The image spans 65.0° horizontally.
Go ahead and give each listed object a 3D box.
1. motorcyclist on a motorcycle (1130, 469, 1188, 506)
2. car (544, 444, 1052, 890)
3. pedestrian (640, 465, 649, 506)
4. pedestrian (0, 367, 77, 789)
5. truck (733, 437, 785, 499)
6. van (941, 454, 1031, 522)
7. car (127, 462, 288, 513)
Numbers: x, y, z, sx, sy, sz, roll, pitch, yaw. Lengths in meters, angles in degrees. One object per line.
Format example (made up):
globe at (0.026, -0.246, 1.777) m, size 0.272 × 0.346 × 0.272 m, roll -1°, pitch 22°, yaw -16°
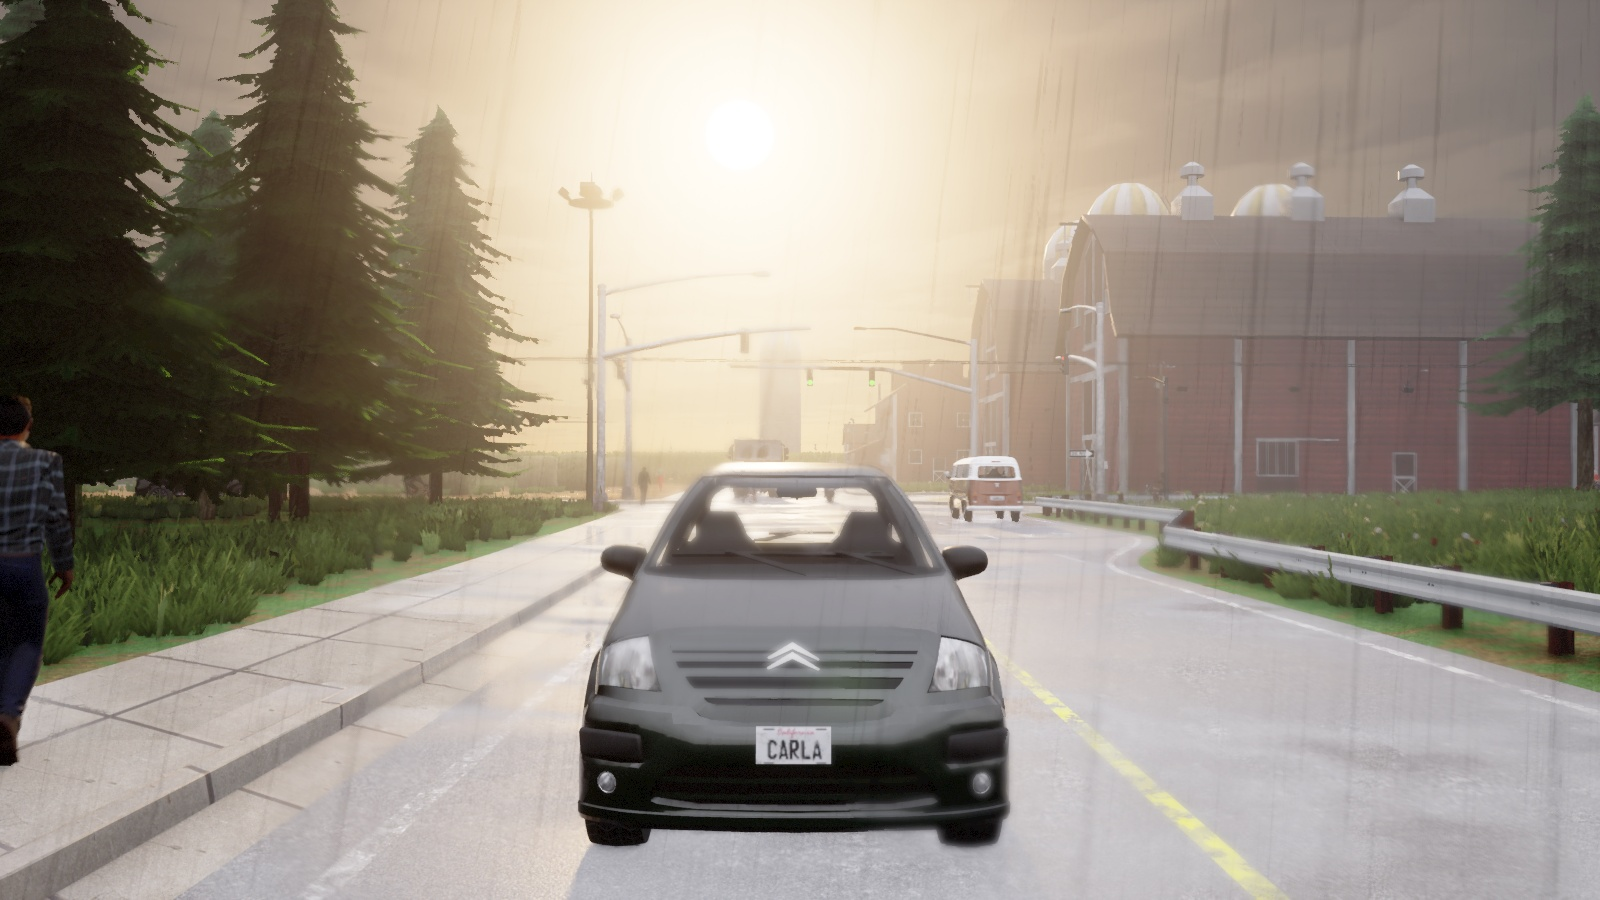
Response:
motorcyclist on a motorcycle at (15.962, 1.663, 55.810) m, size 2.350 × 1.649 × 0.766 m, roll 0°, pitch -1°, yaw -1°
car at (-0.021, 0.823, 6.581) m, size 1.851 × 1.617 × 3.988 m, roll 0°, pitch -1°, yaw 0°
pedestrian at (-7.029, 1.614, 56.709) m, size 0.353 × 1.847 × 0.614 m, roll 0°, pitch -1°, yaw -1°
pedestrian at (-3.893, 0.596, 6.163) m, size 0.423 × 1.949 × 0.788 m, roll 0°, pitch -1°, yaw -17°
truck at (-2.453, 1.075, 73.816) m, size 2.891 × 3.462 × 7.936 m, roll 0°, pitch -1°, yaw -2°
van at (5.931, 1.193, 40.509) m, size 2.069 × 2.038 × 4.480 m, roll 0°, pitch -1°, yaw -2°
car at (-24.170, 1.518, 51.378) m, size 5.566 × 2.045 × 2.150 m, roll 0°, pitch -1°, yaw -1°
